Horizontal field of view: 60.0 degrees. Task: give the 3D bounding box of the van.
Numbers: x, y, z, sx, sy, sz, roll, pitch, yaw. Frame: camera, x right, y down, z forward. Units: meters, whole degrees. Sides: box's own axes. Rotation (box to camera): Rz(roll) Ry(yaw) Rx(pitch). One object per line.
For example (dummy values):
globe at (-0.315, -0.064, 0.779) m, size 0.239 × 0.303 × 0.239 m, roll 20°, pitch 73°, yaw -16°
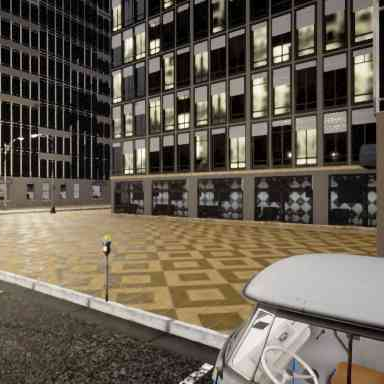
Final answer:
van at (1.918, 1.341, 1.510) m, size 3.998 × 1.788 × 1.690 m, roll 0°, pitch 0°, yaw 35°
